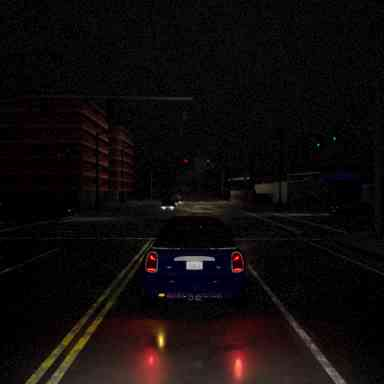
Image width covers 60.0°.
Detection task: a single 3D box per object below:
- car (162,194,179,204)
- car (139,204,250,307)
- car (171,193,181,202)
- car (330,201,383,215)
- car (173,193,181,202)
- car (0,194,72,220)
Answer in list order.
[{"bbox_3d":[-3.726,1.547,53.702,2.033,1.411,5.357,0,0,0],"label":"car"},{"bbox_3d":[0.053,1.352,8.162,2.097,1.767,4.553,0,0,0],"label":"car"},{"bbox_3d":[-3.714,1.224,79.990,2.150,2.045,5.566,0,0,0],"label":"car"},{"bbox_3d":[16.379,1.601,33.255,4.718,1.301,1.895,0,0,0],"label":"car"},{"bbox_3d":[-3.686,1.547,68.591,2.033,1.411,5.357,0,0,0],"label":"car"},{"bbox_3d":[-12.878,1.166,27.315,5.566,2.045,2.150,0,0,-1],"label":"car"}]
